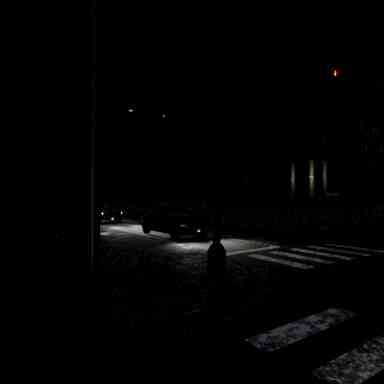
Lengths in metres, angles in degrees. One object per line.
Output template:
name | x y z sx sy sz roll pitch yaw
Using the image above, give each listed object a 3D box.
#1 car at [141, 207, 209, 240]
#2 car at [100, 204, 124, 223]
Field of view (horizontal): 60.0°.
car | -1.044 1.530 17.353 1.812 1.442 4.674 0 0 -36
car | -6.970 1.607 25.563 1.895 1.301 4.718 0 0 -36
